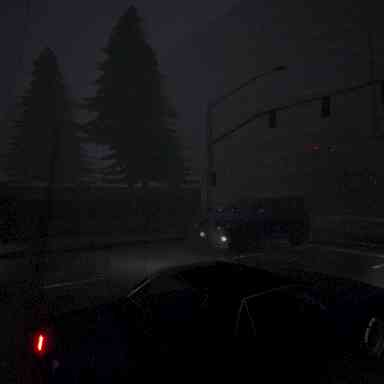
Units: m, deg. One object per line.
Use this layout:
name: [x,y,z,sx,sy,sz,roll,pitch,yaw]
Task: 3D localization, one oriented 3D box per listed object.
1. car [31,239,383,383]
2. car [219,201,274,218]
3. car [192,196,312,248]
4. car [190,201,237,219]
car: [0.670,1.601,4.260,4.718,1.301,1.895,0,0,-35]
car: [5.155,1.603,32.177,2.033,1.411,5.357,0,0,-35]
car: [2.676,1.218,13.948,5.566,2.045,2.150,0,1,-35]
car: [1.870,1.581,30.779,1.812,1.442,4.674,0,0,-35]
